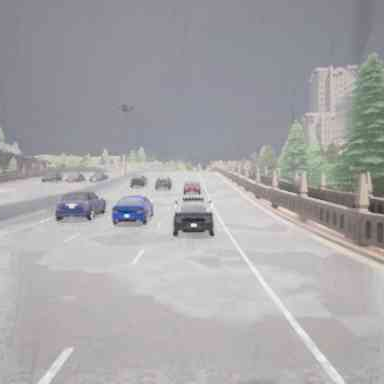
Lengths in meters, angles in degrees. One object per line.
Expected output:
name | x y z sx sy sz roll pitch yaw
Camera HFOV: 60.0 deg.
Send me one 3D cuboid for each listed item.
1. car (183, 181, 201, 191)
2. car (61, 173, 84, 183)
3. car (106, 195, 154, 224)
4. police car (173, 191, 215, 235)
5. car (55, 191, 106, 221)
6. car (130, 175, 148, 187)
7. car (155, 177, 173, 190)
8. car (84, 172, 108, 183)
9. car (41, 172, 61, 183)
car | 0.023 -0.584 37.081 1.895 1.301 4.718 0 6 0
car | -17.657 -2.179 50.560 1.812 1.442 4.674 0 6 0
car | -3.436 0.935 20.000 1.882 1.535 5.008 0 4 0
police car | 0.070 1.068 16.772 1.930 1.638 5.238 0 3 0
car | -6.939 0.722 21.298 2.097 1.767 4.553 0 4 0
car | -6.986 -1.491 44.286 1.837 1.490 4.892 0 7 0
car | -3.480 -1.194 41.516 2.128 1.511 4.902 0 7 0
car | -14.162 -2.213 50.549 2.128 1.511 4.902 0 6 0
car | -21.153 -2.198 50.551 1.837 1.490 4.892 0 7 0
